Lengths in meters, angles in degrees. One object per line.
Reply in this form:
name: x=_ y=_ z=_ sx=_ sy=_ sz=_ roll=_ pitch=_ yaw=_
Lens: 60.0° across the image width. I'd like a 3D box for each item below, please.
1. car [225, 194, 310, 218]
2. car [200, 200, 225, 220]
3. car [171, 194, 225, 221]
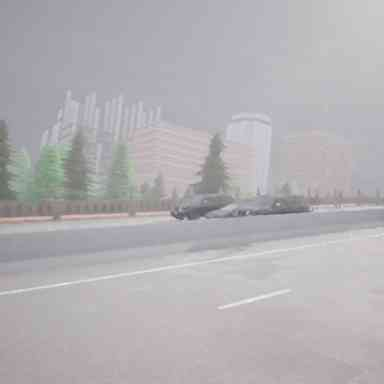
car: x=4.971 y=1.207 z=20.435 sx=5.566 sy=2.045 sz=2.150 roll=0 pitch=0 yaw=-36
car: x=3.135 y=1.512 z=23.422 sx=4.674 sy=1.442 sz=1.812 roll=0 pitch=0 yaw=-35
car: x=1.046 y=1.207 z=26.233 sx=5.566 sy=2.045 sz=2.150 roll=0 pitch=0 yaw=-36
